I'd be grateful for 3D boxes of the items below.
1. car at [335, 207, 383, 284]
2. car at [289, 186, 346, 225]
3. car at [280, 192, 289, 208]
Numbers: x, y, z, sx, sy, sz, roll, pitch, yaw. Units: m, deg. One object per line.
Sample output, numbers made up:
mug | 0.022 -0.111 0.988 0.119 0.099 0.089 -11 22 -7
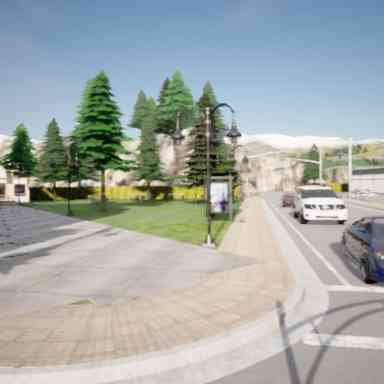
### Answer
car | 5.110 1.304 8.385 1.994 1.385 4.181 0 1 14
car | 7.244 0.680 19.391 2.150 2.045 5.566 0 2 10
car | 9.409 0.723 31.279 1.994 1.385 4.181 0 1 10
